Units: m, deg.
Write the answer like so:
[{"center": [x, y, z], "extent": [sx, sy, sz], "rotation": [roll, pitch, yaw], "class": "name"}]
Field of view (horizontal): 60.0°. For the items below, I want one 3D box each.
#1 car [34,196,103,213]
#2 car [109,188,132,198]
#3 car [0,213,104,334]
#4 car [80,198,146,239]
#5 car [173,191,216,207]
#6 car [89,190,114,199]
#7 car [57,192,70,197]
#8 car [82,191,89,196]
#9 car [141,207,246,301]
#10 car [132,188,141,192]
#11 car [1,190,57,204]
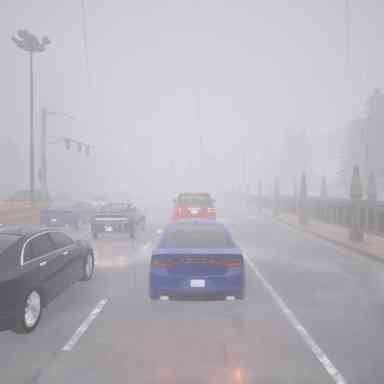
[{"center": [-6.872, 1.218, 19.070], "extent": [1.882, 1.535, 5.008], "rotation": [0, 1, 0], "class": "car"}, {"center": [-13.834, 0.270, 64.631], "extent": [2.150, 2.045, 5.566], "rotation": [0, 1, 1], "class": "car"}, {"center": [-3.402, 1.434, 6.615], "extent": [1.837, 1.490, 4.892], "rotation": [0, 1, 0], "class": "car"}, {"center": [-3.381, 1.279, 15.988], "extent": [2.128, 1.511, 4.902], "rotation": [0, 1, 0], "class": "car"}, {"center": [0.121, 0.977, 18.071], "extent": [2.150, 2.045, 5.566], "rotation": [0, 1, 0], "class": "car"}, {"center": [-13.947, 0.814, 51.396], "extent": [1.994, 1.385, 4.181], "rotation": [0, 1, 0], "class": "car"}, {"center": [-21.158, 0.716, 52.990], "extent": [2.128, 1.511, 4.902], "rotation": [0, 1, 3], "class": "car"}, {"center": [-20.798, 0.530, 67.430], "extent": [1.812, 1.442, 4.674], "rotation": [0, 1, 0], "class": "car"}, {"center": [0.100, 1.383, 8.202], "extent": [1.882, 1.535, 5.008], "rotation": [0, 1, 0], "class": "car"}, {"center": [-13.751, 0.033, 80.495], "extent": [2.150, 2.045, 5.566], "rotation": [0, 1, 0], "class": "car"}, {"center": [-14.039, 0.817, 28.542], "extent": [2.150, 2.045, 5.566], "rotation": [0, 1, 0], "class": "car"}]
